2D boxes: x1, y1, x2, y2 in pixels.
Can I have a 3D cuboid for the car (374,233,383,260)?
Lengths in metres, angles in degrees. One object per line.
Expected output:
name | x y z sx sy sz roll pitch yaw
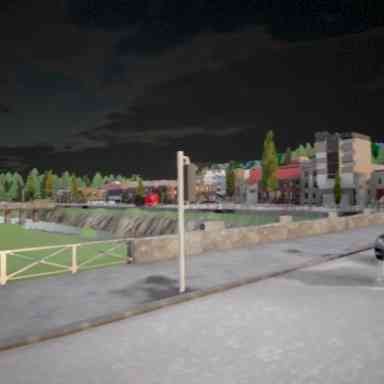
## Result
car | 8.308 1.627 12.070 4.674 1.442 1.812 0 -1 -41
